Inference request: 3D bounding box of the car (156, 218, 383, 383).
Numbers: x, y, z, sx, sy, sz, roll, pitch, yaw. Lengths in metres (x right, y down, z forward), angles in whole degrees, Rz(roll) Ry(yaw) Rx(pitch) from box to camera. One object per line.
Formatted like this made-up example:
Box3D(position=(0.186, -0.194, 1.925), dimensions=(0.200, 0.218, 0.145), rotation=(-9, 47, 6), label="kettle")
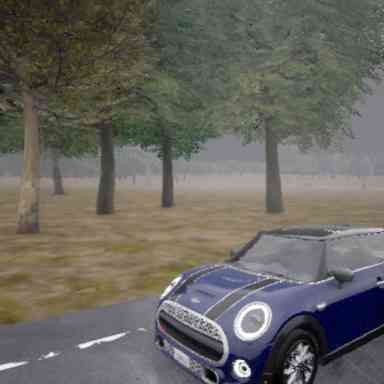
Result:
Box3D(position=(1.690, 1.364, 5.260), dimensions=(4.553, 1.767, 2.097), rotation=(0, 0, -36), label="car")
